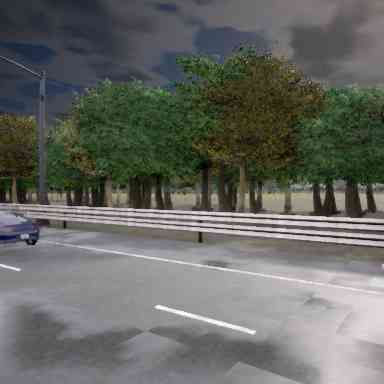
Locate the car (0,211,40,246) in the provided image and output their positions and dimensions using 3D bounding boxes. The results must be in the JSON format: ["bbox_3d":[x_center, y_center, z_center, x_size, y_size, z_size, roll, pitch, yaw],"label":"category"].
[{"bbox_3d":[-8.269,1.532,14.067,4.674,1.442,1.812,0,0,36],"label":"car"}]
